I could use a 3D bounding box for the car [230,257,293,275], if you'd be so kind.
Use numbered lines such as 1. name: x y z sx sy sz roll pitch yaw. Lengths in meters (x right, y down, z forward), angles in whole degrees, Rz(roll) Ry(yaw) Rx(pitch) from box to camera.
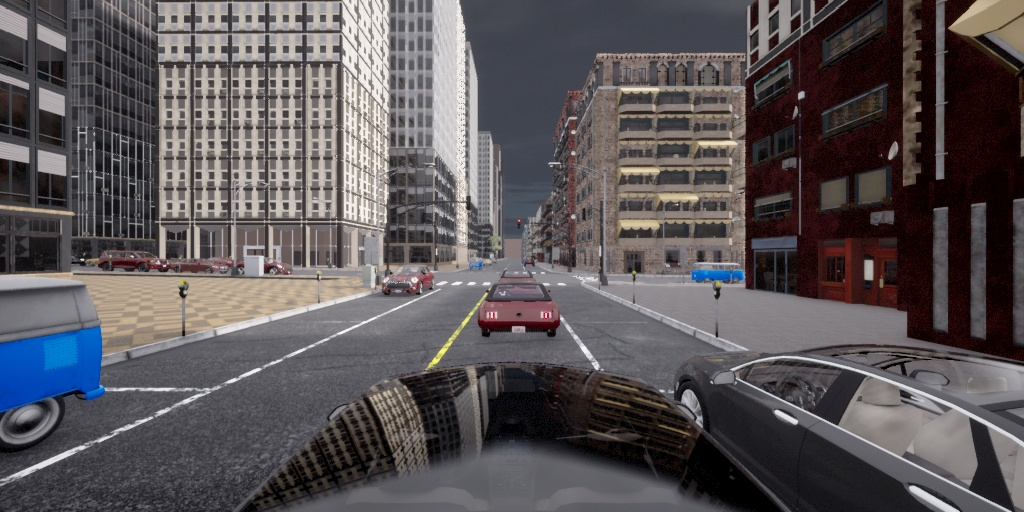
1. car: -20.888 0.821 30.386 4.097 1.591 1.967 0 0 0

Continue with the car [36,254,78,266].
1. car: -48.770 0.398 38.959 4.313 1.339 1.948 0 0 0

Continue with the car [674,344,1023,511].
1. car: 2.695 1.300 2.455 2.007 1.370 4.403 0 0 1

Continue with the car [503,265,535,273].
1. car: 0.247 1.352 19.396 1.895 1.301 4.718 0 0 0

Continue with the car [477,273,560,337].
1. car: 0.176 1.351 10.226 1.895 1.301 4.718 0 0 1

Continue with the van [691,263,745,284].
1. van: 17.169 1.456 29.987 3.998 1.789 1.690 0 0 0

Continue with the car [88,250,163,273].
1. car: -32.036 0.482 30.463 5.009 1.841 2.192 0 0 0

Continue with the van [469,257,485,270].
1. van: -5.233 1.103 51.950 1.690 1.789 3.998 0 0 1

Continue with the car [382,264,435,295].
1. car: -5.531 1.191 19.478 1.967 1.591 4.097 0 0 1

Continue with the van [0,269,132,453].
1. van: -5.685 1.091 2.533 1.690 1.789 3.998 0 0 1

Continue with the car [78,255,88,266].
1. car: -43.364 0.465 38.922 4.829 1.417 1.751 0 0 0

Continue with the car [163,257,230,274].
1. car: -26.462 0.856 30.424 4.207 1.307 1.802 0 0 0
